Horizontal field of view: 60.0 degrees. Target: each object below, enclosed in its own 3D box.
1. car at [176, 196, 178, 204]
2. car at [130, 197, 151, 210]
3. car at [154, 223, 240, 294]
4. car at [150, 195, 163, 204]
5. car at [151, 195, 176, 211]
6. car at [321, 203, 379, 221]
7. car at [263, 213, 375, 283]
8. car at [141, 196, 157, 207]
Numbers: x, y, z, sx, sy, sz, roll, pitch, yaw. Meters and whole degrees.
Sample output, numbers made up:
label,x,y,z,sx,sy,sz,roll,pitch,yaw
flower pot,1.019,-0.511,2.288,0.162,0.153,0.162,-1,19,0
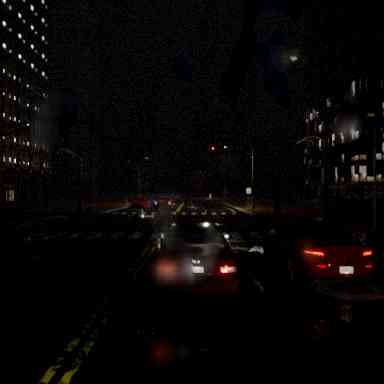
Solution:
label,x,y,z,sx,sy,sz,roll,pitch,yaw
car,-3.419,1.436,49.547,1.837,1.490,4.892,0,0,0
car,-6.662,1.425,42.276,1.882,1.535,5.008,0,0,0
car,0.087,1.541,8.904,2.033,1.411,5.357,0,0,0
car,-6.681,1.401,62.762,1.837,1.490,4.892,0,1,0
car,-3.407,1.303,40.655,2.097,1.767,4.553,0,0,0
car,12.692,1.591,26.841,4.181,1.385,1.994,0,0,1
car,3.336,1.518,9.489,1.812,1.442,4.674,0,0,0
car,-6.676,1.450,52.196,1.812,1.442,4.674,0,0,0
